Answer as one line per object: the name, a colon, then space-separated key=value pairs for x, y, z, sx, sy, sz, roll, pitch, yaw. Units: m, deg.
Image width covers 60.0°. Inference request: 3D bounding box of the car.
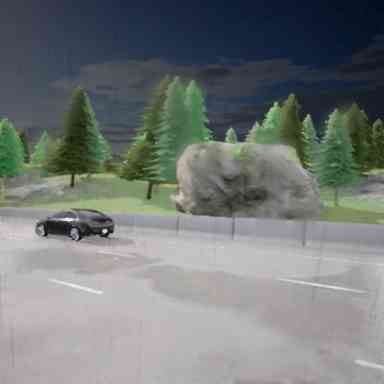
car: x=-6.048 y=1.609 z=17.008 sx=4.892 sy=1.490 sz=1.837 roll=-1 pitch=-1 yaw=36
